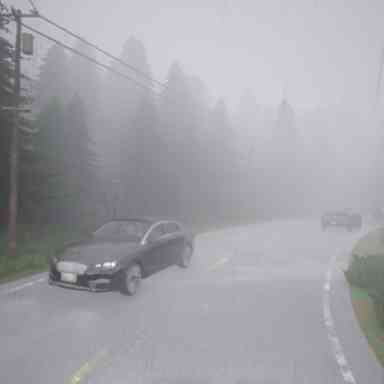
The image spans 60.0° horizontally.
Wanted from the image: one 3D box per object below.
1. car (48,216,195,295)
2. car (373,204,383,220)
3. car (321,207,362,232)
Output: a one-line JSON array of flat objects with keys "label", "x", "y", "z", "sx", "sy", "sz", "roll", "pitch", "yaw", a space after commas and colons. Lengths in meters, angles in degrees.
[{"label": "car", "x": -1.477, "y": 1.433, "z": 8.770, "sx": 2.128, "sy": 1.511, "sz": 4.902, "roll": 2, "pitch": 0, "yaw": 22}, {"label": "car", "x": 20.638, "y": 2.001, "z": 34.462, "sx": 4.553, "sy": 1.767, "sz": 2.097, "roll": 2, "pitch": 0, "yaw": -43}, {"label": "car", "x": 10.413, "y": 1.815, "z": 23.014, "sx": 2.128, "sy": 1.511, "sz": 4.902, "roll": 2, "pitch": 0, "yaw": 37}]
